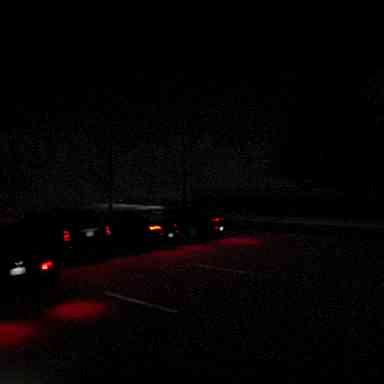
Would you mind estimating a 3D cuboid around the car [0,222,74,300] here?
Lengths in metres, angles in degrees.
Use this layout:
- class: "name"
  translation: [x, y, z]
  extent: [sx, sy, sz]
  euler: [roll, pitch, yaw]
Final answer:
- class: "car"
  translation: [-5.311, 1.541, 7.752]
  extent: [5.357, 1.411, 2.033]
  euler: [0, 0, 36]

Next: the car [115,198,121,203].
- class: "car"
  translation: [-11.787, 1.446, 61.006]
  extent: [1.882, 1.535, 5.008]
  euler: [0, 0, 36]

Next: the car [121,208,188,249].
- class: "car"
  translation: [-2.713, 1.518, 14.508]
  extent: [4.674, 1.442, 1.812]
  euler: [0, 0, 36]

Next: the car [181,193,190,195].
- class: "car"
  translation: [0.324, 1.496, 71.689]
  extent: [2.128, 1.511, 4.902]
  euler: [0, 0, 36]

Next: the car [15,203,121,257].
- class: "car"
  translation: [-4.967, 1.345, 11.812]
  extent: [4.553, 1.767, 2.097]
  euler: [0, 0, 36]

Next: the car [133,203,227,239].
- class: "car"
  translation: [-0.560, 1.496, 17.265]
  extent: [4.892, 1.490, 1.837]
  euler: [0, 0, 36]

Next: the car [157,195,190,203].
- class: "car"
  translation: [-2.546, 1.579, 49.965]
  extent: [1.895, 1.301, 4.718]
  euler: [0, 0, 36]

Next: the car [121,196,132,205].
- class: "car"
  translation: [-9.440, 1.448, 58.306]
  extent: [1.882, 1.535, 5.008]
  euler: [0, 0, 36]

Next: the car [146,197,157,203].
- class: "car"
  translation: [-4.586, 1.501, 53.105]
  extent: [1.812, 1.442, 4.674]
  euler: [0, 0, 36]

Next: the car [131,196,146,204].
- class: "car"
  translation: [-7.332, 1.574, 55.275]
  extent: [1.895, 1.301, 4.718]
  euler: [0, 0, 36]

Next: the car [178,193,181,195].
- class: "car"
  translation: [-2.015, 1.194, 74.417]
  extent: [2.150, 2.045, 5.566]
  euler: [0, 0, 36]
